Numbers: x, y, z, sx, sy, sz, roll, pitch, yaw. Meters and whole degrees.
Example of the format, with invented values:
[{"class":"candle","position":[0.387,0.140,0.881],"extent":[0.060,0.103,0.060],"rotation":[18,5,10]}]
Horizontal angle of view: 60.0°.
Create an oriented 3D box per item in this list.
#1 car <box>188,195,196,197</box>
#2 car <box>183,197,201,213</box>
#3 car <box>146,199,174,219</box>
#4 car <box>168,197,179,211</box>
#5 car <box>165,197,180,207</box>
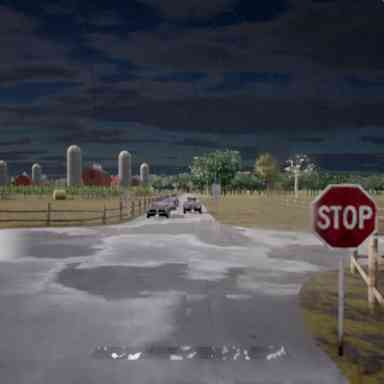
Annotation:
[{"class":"car","position":[-0.007,1.360,62.988],"extent":[1.882,1.535,5.008],"rotation":[0,0,0]},{"class":"car","position":[0.040,1.549,36.100],"extent":[1.895,1.301,4.718],"rotation":[0,0,0]},{"class":"car","position":[-2.828,1.563,28.875],"extent":[1.895,1.301,4.718],"rotation":[0,0,-1]},{"class":"car","position":[-2.908,1.504,40.027],"extent":[1.994,1.385,4.181],"rotation":[0,0,0]},{"class":"car","position":[-2.912,1.461,51.221],"extent":[2.033,1.411,5.357],"rotation":[0,0,0]}]
